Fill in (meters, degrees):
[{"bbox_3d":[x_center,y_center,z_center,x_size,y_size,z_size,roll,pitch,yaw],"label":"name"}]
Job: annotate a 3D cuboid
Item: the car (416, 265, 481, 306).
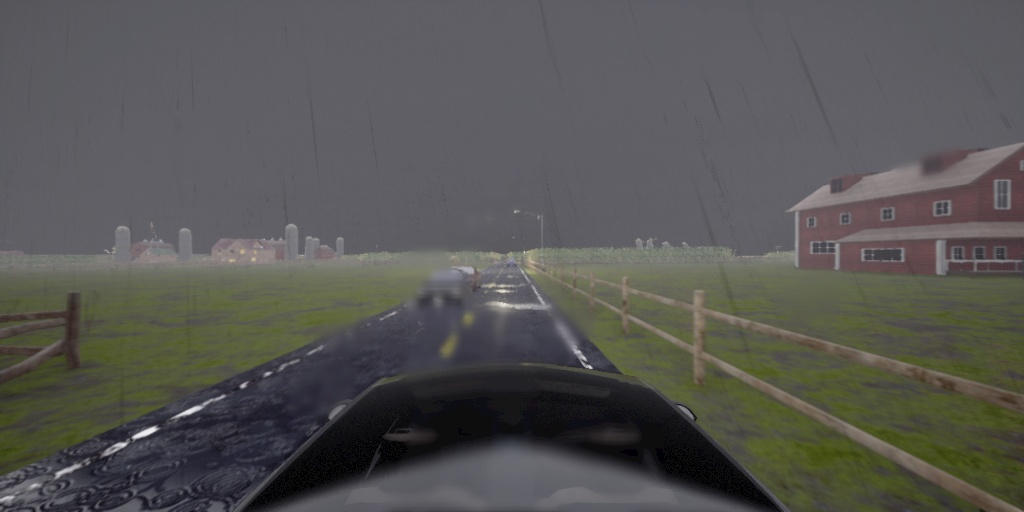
[{"bbox_3d":[-2.759,1.300,16.088,2.033,1.411,5.357,0,0,0],"label":"car"}]
